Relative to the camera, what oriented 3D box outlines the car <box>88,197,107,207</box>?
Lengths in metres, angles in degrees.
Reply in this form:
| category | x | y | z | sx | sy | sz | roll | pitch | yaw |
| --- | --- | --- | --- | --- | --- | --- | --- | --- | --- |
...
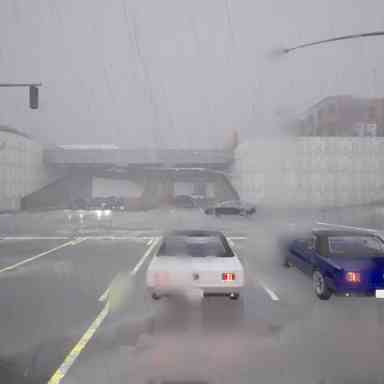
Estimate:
| category | x | y | z | sx | sy | sz | roll | pitch | yaw |
| --- | --- | --- | --- | --- | --- | --- | --- | --- | --- |
| car | -15.004 | 1.526 | 53.159 | 1.812 | 1.442 | 4.674 | 0 | 0 | -1 |

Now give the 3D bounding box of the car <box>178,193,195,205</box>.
| category | x | y | z | sx | sy | sz | roll | pitch | yaw |
| --- | --- | --- | --- | --- | --- | --- | --- | --- | --- |
| car | -0.964 | 1.352 | 59.014 | 2.097 | 1.767 | 4.553 | 0 | 0 | -2 |

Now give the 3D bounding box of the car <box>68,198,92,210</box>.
| category | x | y | z | sx | sy | sz | roll | pitch | yaw |
| --- | --- | --- | --- | --- | --- | --- | --- | --- | --- |
| car | -14.783 | 1.526 | 44.111 | 1.812 | 1.442 | 4.674 | 0 | 0 | -2 |

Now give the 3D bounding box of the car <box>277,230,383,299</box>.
| category | x | y | z | sx | sy | sz | roll | pitch | yaw |
| --- | --- | --- | --- | --- | --- | --- | --- | --- | --- |
| car | 3.578 | 1.601 | 8.391 | 1.895 | 1.301 | 4.718 | 0 | 0 | 0 |

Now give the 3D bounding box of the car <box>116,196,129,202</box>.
| category | x | y | z | sx | sy | sz | roll | pitch | yaw |
| --- | --- | --- | --- | --- | --- | --- | --- | --- | --- |
| car | -15.362 | 1.539 | 73.819 | 2.033 | 1.411 | 5.357 | 0 | 0 | -1 |

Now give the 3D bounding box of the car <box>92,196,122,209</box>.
| category | x | y | z | sx | sy | sz | roll | pitch | yaw |
| --- | --- | --- | --- | --- | --- | --- | --- | --- | --- |
| car | -11.293 | 1.491 | 44.548 | 2.128 | 1.511 | 4.902 | 0 | 0 | -1 |

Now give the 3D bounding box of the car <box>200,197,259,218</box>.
| category | x | y | z | sx | sy | sz | roll | pitch | yaw |
| --- | --- | --- | --- | --- | --- | --- | --- | --- | --- |
| car | 3.595 | 1.498 | 30.030 | 4.902 | 1.511 | 2.128 | 0 | 1 | 25 |

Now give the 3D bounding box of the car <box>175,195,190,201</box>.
| category | x | y | z | sx | sy | sz | roll | pitch | yaw |
| --- | --- | --- | --- | --- | --- | --- | --- | --- | --- |
| car | -2.423 | 1.478 | 85.456 | 1.882 | 1.535 | 5.008 | 0 | 0 | 24 |

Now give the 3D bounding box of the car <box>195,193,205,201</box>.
| category | x | y | z | sx | sy | sz | roll | pitch | yaw |
| --- | --- | --- | --- | --- | --- | --- | --- | --- | --- |
| car | 1.568 | 1.225 | 85.867 | 2.150 | 2.045 | 5.566 | 0 | 0 | 28 |

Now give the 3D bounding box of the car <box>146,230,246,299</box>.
| category | x | y | z | sx | sy | sz | roll | pitch | yaw |
| --- | --- | --- | --- | --- | --- | --- | --- | --- | --- |
| car | 0.078 | 1.601 | 8.380 | 1.895 | 1.301 | 4.718 | 0 | 0 | 0 |

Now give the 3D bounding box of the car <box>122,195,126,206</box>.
| category | x | y | z | sx | sy | sz | roll | pitch | yaw |
| --- | --- | --- | --- | --- | --- | --- | --- | --- | --- |
| car | -11.530 | 1.547 | 54.185 | 2.033 | 1.411 | 5.357 | 0 | 0 | -1 |

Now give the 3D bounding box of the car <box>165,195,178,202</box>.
| category | x | y | z | sx | sy | sz | roll | pitch | yaw |
| --- | --- | --- | --- | --- | --- | --- | --- | --- | --- |
| car | -4.774 | 1.355 | 75.589 | 2.097 | 1.767 | 4.553 | 0 | 0 | 6 |

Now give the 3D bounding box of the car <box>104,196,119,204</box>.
| category | x | y | z | sx | sy | sz | roll | pitch | yaw |
| --- | --- | --- | --- | --- | --- | --- | --- | --- | --- |
| car | -15.213 | 1.526 | 63.161 | 1.812 | 1.442 | 4.674 | 0 | 0 | -1 |

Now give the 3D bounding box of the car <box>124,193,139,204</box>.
| category | x | y | z | sx | sy | sz | roll | pitch | yaw |
| --- | --- | --- | --- | --- | --- | --- | --- | --- | --- |
| car | -11.742 | 1.221 | 64.892 | 2.150 | 2.045 | 5.566 | 0 | 0 | -1 |
